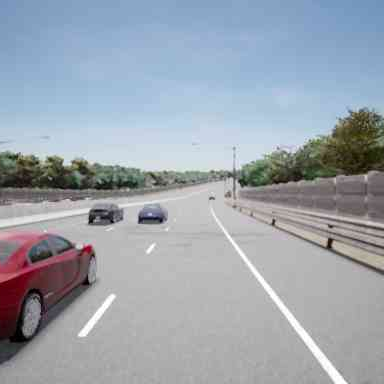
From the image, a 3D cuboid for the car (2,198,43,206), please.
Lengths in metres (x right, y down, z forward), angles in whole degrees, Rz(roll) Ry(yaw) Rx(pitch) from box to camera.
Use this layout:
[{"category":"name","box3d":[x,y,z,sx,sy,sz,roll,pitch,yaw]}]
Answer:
[{"category":"car","box3d":[-17.049,1.455,34.436,2.097,1.767,4.553,0,0,2]}]

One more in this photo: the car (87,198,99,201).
[{"category":"car","box3d":[-22.065,2.036,75.399,1.895,1.301,4.718,0,0,4]}]

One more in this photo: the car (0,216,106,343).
[{"category":"car","box3d":[-3.365,1.490,6.506,1.882,1.535,5.008,0,0,0]}]

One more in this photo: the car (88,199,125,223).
[{"category":"car","box3d":[-6.582,1.578,25.900,1.837,1.490,4.892,0,0,1]}]

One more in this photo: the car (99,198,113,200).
[{"category":"car","box3d":[-18.597,1.972,74.785,1.812,1.442,4.674,0,0,4]}]

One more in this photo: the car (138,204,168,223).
[{"category":"car","box3d":[-3.061,1.646,26.656,1.994,1.385,4.181,0,0,1]}]

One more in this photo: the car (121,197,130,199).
[{"category":"car","box3d":[-15.078,1.986,74.971,2.128,1.511,4.902,0,0,4]}]

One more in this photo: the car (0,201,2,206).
[{"category":"car","box3d":[-20.561,1.644,34.347,2.033,1.411,5.357,0,0,2]}]
